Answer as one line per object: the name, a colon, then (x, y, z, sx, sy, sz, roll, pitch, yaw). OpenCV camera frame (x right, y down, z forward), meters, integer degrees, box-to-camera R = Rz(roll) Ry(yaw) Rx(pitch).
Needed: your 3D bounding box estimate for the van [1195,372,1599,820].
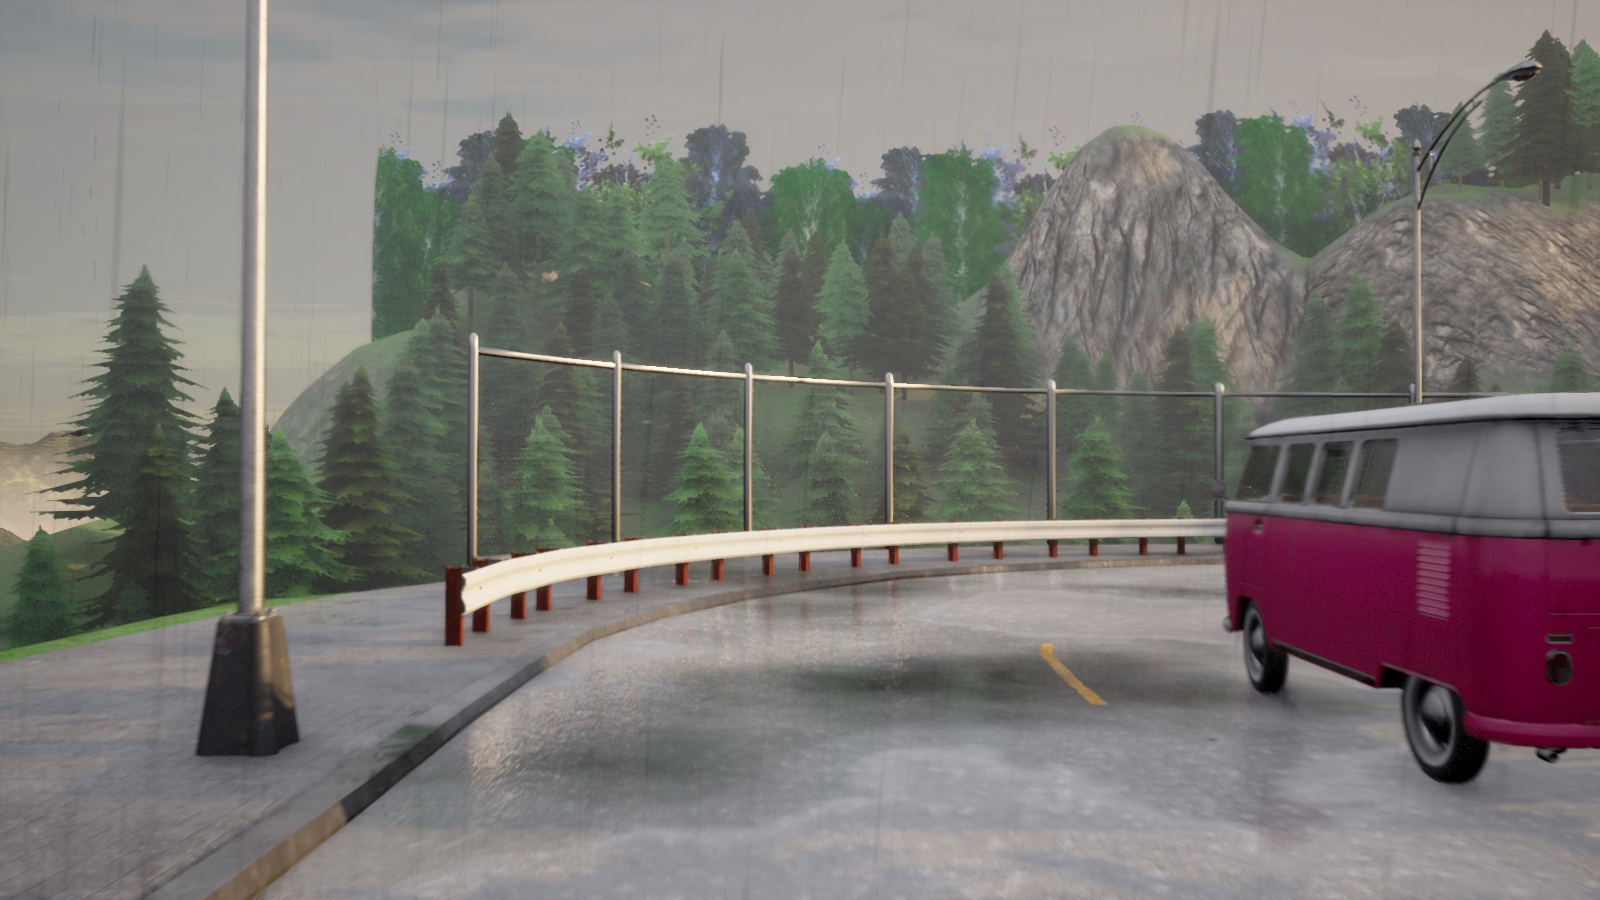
van: (4.016, 0.682, 7.803, 1.775, 1.987, 4.442, 0, -1, 1)
